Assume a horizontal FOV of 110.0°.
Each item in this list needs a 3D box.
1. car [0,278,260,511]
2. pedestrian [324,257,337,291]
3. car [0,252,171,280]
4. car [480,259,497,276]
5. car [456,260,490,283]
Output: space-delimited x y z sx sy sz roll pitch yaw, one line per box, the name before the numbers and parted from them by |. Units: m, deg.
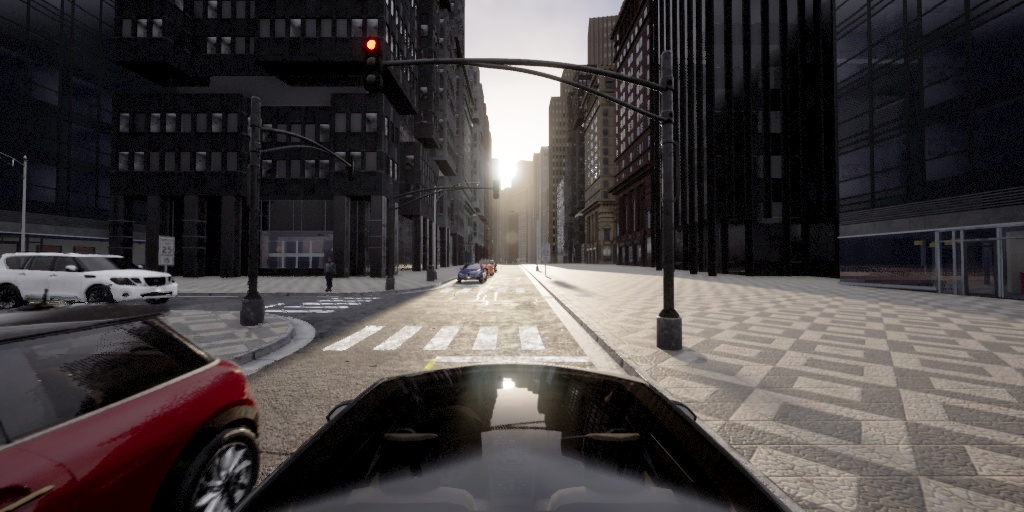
car | -3.057 1.101 0.932 2.097 1.767 4.553 0 0 0
pedestrian | -9.972 0.974 19.591 0.375 1.860 0.375 0 -1 0
car | -15.878 0.905 13.399 5.566 2.045 2.150 0 -1 2
car | -3.028 1.138 38.240 2.097 1.767 4.553 0 0 0
car | -3.050 1.289 28.235 1.812 1.442 4.674 0 0 2
